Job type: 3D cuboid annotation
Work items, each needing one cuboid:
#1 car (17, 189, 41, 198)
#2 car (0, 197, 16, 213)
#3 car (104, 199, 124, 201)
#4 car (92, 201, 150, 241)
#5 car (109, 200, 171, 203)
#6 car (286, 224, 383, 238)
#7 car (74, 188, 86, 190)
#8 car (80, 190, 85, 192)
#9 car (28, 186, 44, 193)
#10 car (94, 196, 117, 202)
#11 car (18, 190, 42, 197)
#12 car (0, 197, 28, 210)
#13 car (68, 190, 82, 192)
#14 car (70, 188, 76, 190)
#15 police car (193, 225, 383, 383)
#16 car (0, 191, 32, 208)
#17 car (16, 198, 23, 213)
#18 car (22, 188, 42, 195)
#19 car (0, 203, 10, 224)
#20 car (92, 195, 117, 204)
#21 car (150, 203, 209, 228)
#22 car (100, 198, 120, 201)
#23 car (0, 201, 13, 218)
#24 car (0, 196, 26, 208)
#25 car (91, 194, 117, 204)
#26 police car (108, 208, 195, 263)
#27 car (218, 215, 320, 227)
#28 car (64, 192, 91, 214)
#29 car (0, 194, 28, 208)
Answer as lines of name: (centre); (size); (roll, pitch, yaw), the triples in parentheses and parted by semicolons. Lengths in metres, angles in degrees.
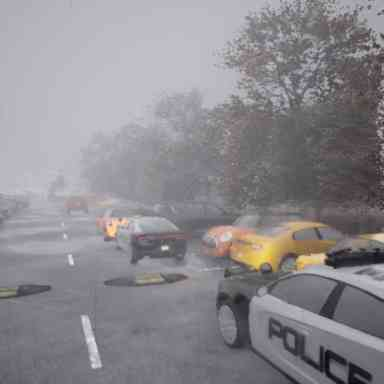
car: (-38.105, 0.694, 76.494); (4.792, 1.488, 2.163); (0, 2, -22)
car: (-17.992, 1.520, 28.427); (4.553, 1.767, 2.185); (0, 0, -22)
car: (-5.946, 1.738, 33.589); (5.008, 1.535, 2.097); (0, 0, -22)
car: (-4.096, 1.623, 18.645); (2.097, 1.767, 4.553); (0, 0, -22)
car: (-4.835, 1.767, 30.891); (4.892, 1.521, 2.231); (0, 0, -22)
car: (4.903, 1.622, 7.769); (5.366, 1.575, 1.946); (0, -1, -22)
car: (-26.004, 0.630, 81.620); (4.553, 1.767, 2.185); (0, 2, -22)
car: (-24.984, 0.868, 79.051); (5.008, 1.535, 2.097); (0, 2, -22)
car: (-40.162, 0.188, 81.634); (5.566, 2.045, 2.435); (0, 2, -22)
car: (-8.906, 1.603, 41.277); (5.366, 1.575, 1.946); (0, 1, -22)
car: (-41.081, 0.324, 84.267); (5.366, 1.575, 1.946); (0, 2, -22)
car: (-23.280, 1.369, 41.328); (5.008, 1.535, 2.097); (0, 1, -22)
car: (-17.986, 1.119, 49.607); (2.097, 1.767, 4.553); (0, 2, -23)
car: (-29.328, 0.417, 89.102); (5.366, 1.575, 1.946); (0, 2, -22)
police car: (1.946, 1.502, 3.988); (1.930, 1.638, 5.238); (0, -1, -22)
car: (-22.181, 1.194, 38.753); (5.566, 2.045, 2.435); (0, 1, -22)
car: (-20.118, 1.597, 33.589); (4.792, 1.488, 2.163); (0, 1, -22)
car: (-39.131, 0.552, 79.070); (5.008, 1.535, 2.097); (0, 2, -22)
car: (-15.814, 1.719, 23.296); (4.792, 1.488, 2.163); (0, 0, -22)
car: (-9.971, 1.536, 43.861); (5.366, 1.575, 1.946); (0, 1, -22)
car: (-1.863, 1.788, 23.209); (5.366, 1.575, 1.946); (0, 0, -22)
car: (-7.008, 1.702, 36.169); (5.008, 1.535, 2.097); (0, 1, -22)
car: (-16.929, 1.701, 25.851); (4.792, 1.488, 2.163); (0, 0, -22)
car: (-21.155, 1.512, 36.167); (4.892, 1.521, 2.231); (0, 1, -22)
car: (-11.179, 1.491, 46.383); (4.792, 1.488, 2.163); (0, 2, -22)
police car: (-1.864, 1.651, 13.229); (1.930, 1.638, 5.238); (0, -1, -22)
car: (3.618, 1.671, 10.385); (5.008, 1.535, 2.097); (0, -1, -22)
car: (-13.023, 1.348, 37.600); (2.150, 2.045, 5.566); (0, 1, -21)
car: (-24.301, 1.158, 43.907); (4.553, 1.767, 2.185); (0, 2, -22)
